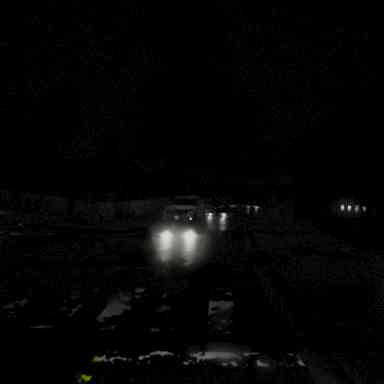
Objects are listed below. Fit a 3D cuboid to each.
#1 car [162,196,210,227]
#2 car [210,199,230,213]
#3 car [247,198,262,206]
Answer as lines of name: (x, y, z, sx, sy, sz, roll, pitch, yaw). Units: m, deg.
car: (-0.415, 1.290, 24.130, 2.150, 2.045, 5.566, 0, 0, 12)
car: (3.256, 1.595, 39.128, 1.837, 1.490, 4.892, 0, 0, 17)
car: (11.339, 1.770, 60.205, 1.812, 1.442, 4.674, 0, -1, 26)
